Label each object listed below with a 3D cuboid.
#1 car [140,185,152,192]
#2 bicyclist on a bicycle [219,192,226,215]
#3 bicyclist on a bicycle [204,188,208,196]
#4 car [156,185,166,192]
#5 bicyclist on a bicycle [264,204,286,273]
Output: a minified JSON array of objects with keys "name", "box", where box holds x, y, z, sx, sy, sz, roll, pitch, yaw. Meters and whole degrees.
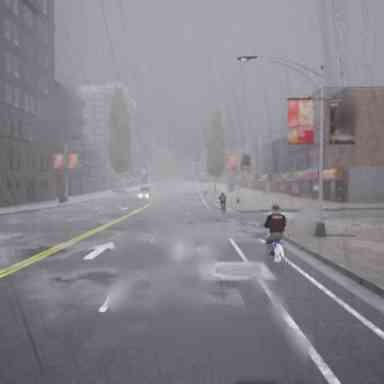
[{"name":"car","box":[-9.719,-0.752,70.446,1.895,1.301,4.718,0,2,0]},{"name":"bicyclist on a bicycle","box":[2.244,0.845,24.124,0.582,1.620,1.656,-1,1,0]},{"name":"bicyclist on a bicycle","box":[2.275,0.092,54.208,0.866,1.612,1.509,0,2,0]},{"name":"car","box":[-6.469,-0.808,70.473,2.033,1.411,5.357,0,2,0]},{"name":"bicyclist on a bicycle","box":[2.254,1.210,9.176,0.659,1.776,1.843,0,1,0]}]
